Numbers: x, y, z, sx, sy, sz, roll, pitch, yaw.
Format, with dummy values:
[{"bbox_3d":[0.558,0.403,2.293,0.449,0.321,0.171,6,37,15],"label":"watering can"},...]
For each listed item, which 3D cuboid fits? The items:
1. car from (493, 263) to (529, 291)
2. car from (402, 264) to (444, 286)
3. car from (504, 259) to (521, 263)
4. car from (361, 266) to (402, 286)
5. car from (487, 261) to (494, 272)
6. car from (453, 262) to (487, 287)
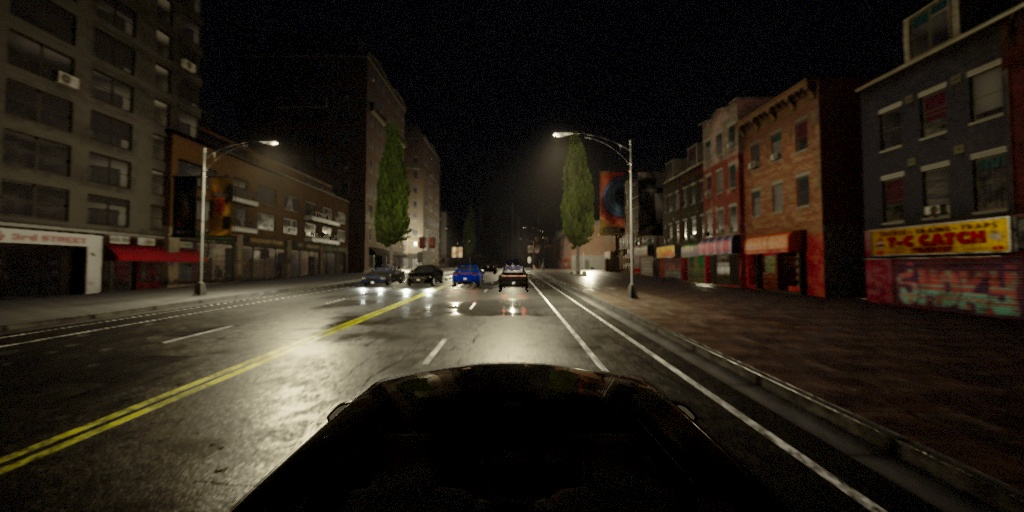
[{"bbox_3d":[0.097,1.393,23.215,2.128,1.511,4.902,0,-1,0],"label":"car"},{"bbox_3d":[-6.506,1.423,27.383,1.882,1.535,5.008,0,-1,0],"label":"car"},{"bbox_3d":[0.094,1.421,49.916,2.150,2.045,5.566,0,-1,0],"label":"car"},{"bbox_3d":[-9.754,1.494,27.726,2.033,1.411,5.357,0,-1,0],"label":"car"},{"bbox_3d":[-3.157,1.545,49.343,2.097,1.767,4.553,0,-1,0],"label":"car"},{"bbox_3d":[-3.153,1.413,26.591,1.882,1.535,5.008,0,-1,0],"label":"car"}]
